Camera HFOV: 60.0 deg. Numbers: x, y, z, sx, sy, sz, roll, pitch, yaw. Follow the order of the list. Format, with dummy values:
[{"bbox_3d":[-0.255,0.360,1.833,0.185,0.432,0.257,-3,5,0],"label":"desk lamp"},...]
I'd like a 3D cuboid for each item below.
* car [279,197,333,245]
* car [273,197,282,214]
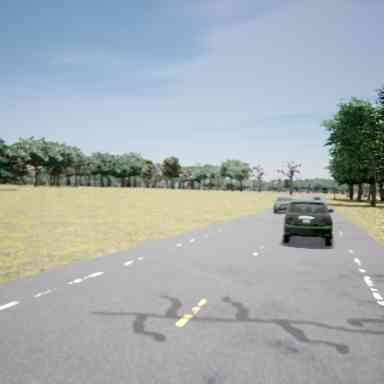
[{"bbox_3d":[6.015,1.423,17.193,2.150,2.045,5.566,1,0,21],"label":"car"},{"bbox_3d":[11.515,1.616,41.510,2.150,2.045,5.566,1,0,21],"label":"car"}]
